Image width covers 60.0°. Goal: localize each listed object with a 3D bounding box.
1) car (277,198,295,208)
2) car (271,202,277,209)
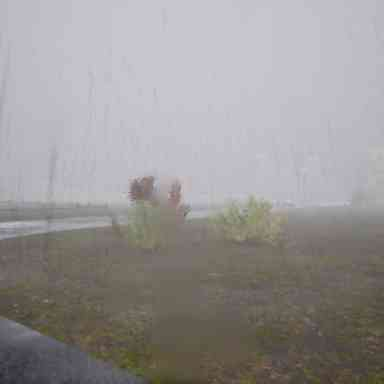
[{"bbox_3d":[16.705,1.939,59.498,2.097,1.767,4.553,-1,-1,36],"label":"car"},{"bbox_3d":[10.710,1.964,51.086,2.128,1.511,4.902,-1,-1,36],"label":"car"}]
